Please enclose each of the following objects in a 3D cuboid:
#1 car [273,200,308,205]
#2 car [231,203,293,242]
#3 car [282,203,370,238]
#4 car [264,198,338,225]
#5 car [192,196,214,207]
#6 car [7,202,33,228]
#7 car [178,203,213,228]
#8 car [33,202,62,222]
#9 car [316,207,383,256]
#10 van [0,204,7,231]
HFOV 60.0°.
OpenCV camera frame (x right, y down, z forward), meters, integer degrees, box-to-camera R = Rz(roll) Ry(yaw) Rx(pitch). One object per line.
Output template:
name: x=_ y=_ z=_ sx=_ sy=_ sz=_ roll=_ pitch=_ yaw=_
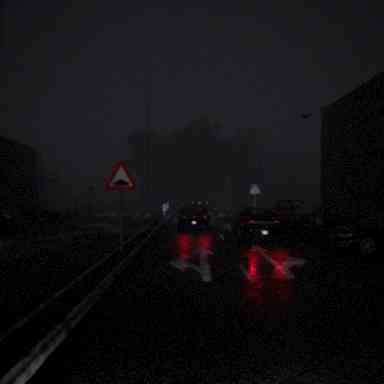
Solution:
car: x=7.639 y=1.470 z=20.849 sx=5.008 sy=1.535 sz=2.097 roll=0 pitch=0 yaw=0
car: x=3.095 y=1.491 z=16.529 sx=2.128 sy=1.511 sz=4.902 roll=0 pitch=0 yaw=0
car: x=7.632 y=1.516 z=18.093 sx=4.674 sy=1.452 sz=2.002 roll=0 pitch=0 yaw=0
car: x=7.601 y=1.335 z=23.611 sx=4.553 sy=1.767 sz=2.185 roll=0 pitch=0 yaw=0
car: x=1.264 y=1.258 z=39.220 sx=2.097 sy=1.767 sz=4.553 roll=0 pitch=0 yaw=11
car: x=-12.554 y=1.357 z=20.011 sx=4.553 sy=1.767 sz=2.185 roll=0 pitch=0 yaw=0
car: x=0.064 y=1.543 z=21.503 sx=1.895 sy=1.301 sz=4.718 roll=0 pitch=-1 yaw=-2
car: x=-12.491 y=1.487 z=25.446 sx=4.792 sy=1.488 sz=2.163 roll=0 pitch=0 yaw=0
car: x=7.642 y=1.486 z=12.573 sx=4.892 sy=1.521 sz=2.231 roll=0 pitch=0 yaw=0
van: x=-12.407 y=1.265 z=17.102 sx=4.442 sy=1.987 sz=1.878 roll=0 pitch=0 yaw=0
